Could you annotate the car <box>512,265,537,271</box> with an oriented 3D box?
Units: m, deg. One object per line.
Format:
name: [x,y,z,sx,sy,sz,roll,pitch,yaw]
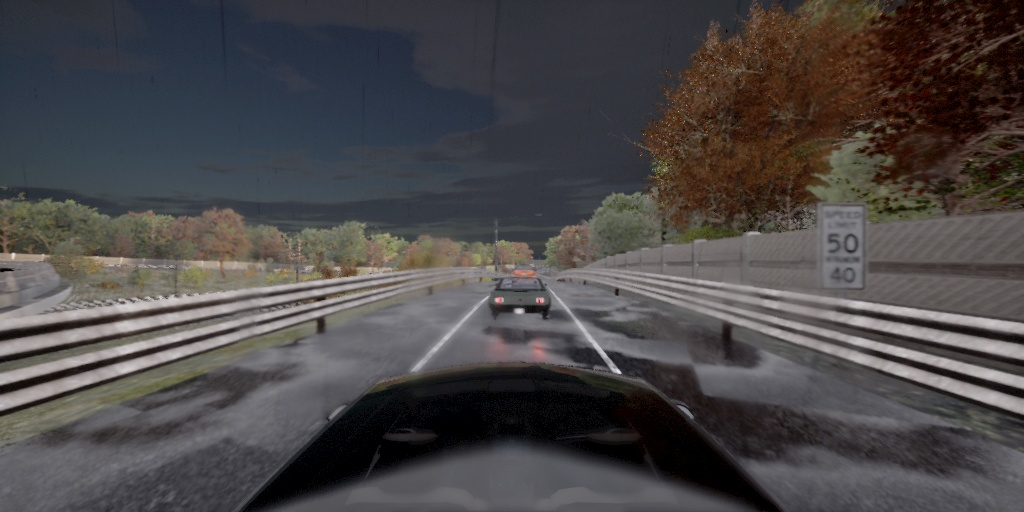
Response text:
car: [1.033,1.537,30.638,2.097,1.767,4.553,0,-2,2]

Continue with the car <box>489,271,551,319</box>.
car: [0.318,1.365,12.869,1.895,1.301,4.718,0,0,2]
